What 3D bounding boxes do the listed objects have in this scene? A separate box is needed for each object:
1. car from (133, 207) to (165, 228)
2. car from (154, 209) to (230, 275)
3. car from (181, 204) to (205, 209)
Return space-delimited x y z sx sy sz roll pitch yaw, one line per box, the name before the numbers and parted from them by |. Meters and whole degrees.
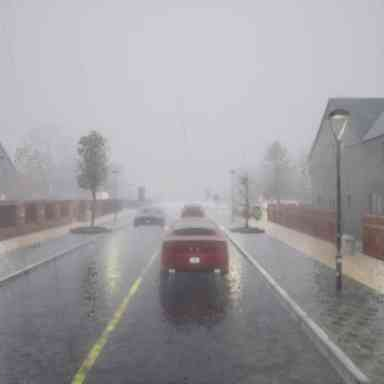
car | -2.849 1.750 23.459 1.994 1.385 4.181 0 0 0
car | 0.080 1.559 10.771 1.882 1.535 5.008 0 0 0
car | 0.080 1.722 27.124 1.837 1.490 4.892 0 -1 0
